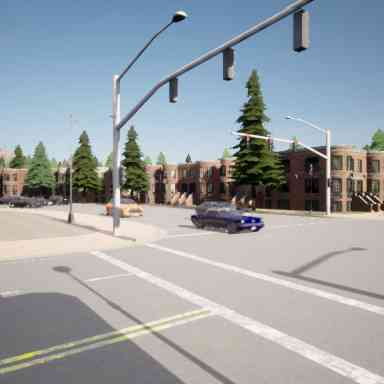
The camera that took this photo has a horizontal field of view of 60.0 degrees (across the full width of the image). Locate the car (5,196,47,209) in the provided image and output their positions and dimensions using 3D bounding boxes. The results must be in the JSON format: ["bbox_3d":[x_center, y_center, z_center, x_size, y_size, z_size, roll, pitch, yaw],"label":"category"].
[{"bbox_3d":[-22.325,1.507,44.719,4.892,1.490,1.837,-1,-1,26],"label":"car"}]

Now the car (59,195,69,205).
[{"bbox_3d":[-23.225,1.352,56.500,4.553,1.767,2.097,0,0,21],"label":"car"}]

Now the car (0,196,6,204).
[{"bbox_3d":[-32.908,1.492,58.970,4.902,1.511,2.128,0,0,9],"label":"car"}]

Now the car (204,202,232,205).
[{"bbox_3d":[2.180,1.491,24.966,2.128,1.511,4.902,0,0,-38],"label":"car"}]

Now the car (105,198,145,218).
[{"bbox_3d":[-6.138,1.352,30.200,2.097,1.767,4.553,0,0,-38],"label":"car"}]

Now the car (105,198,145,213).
[{"bbox_3d":[-7.657,1.492,37.673,2.128,1.511,4.902,0,0,-43],"label":"car"}]

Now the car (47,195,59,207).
[{"bbox_3d":[-22.526,1.493,48.693,4.902,1.511,2.128,0,0,24],"label":"car"}]

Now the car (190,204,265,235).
[{"bbox_3d":[1.948,1.601,19.219,1.895,1.301,4.718,0,0,-35],"label":"car"}]
